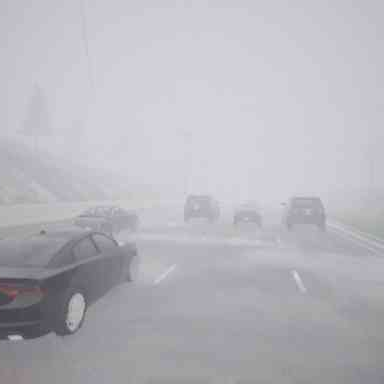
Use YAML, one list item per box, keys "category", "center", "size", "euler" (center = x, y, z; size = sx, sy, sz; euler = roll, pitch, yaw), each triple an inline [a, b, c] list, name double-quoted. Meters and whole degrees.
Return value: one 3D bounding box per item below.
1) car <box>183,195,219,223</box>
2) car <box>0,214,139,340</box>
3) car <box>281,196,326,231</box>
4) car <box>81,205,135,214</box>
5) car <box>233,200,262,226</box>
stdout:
- category: "car"
  center: [0.827, 1.223, 25.949]
  size: [2.150, 2.045, 5.566]
  euler: [1, 0, 11]
- category: "car"
  center: [-2.558, 1.451, 6.750]
  size: [1.882, 1.535, 5.008]
  euler: [0, 0, 7]
- category: "car"
  center: [7.128, 1.285, 21.623]
  size: [2.150, 2.045, 5.566]
  euler: [1, 0, 11]
- category: "car"
  center: [-4.325, 1.445, 17.544]
  size: [2.128, 1.511, 4.902]
  euler: [1, 0, 11]
- category: "car"
  center: [3.950, 1.558, 23.597]
  size: [1.812, 1.442, 4.674]
  euler: [1, 0, 11]
